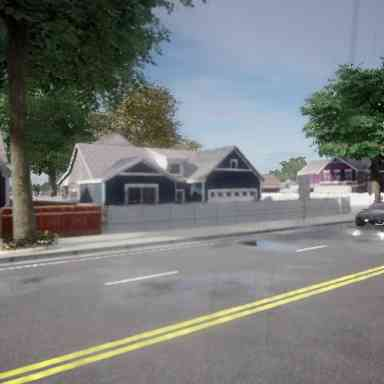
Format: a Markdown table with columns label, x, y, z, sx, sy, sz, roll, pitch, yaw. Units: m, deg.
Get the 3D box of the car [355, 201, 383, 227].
| label | x | y | z | sx | sy | sz | roll | pitch | yaw |
| --- | --- | --- | --- | --- | --- | --- | --- | --- | --- |
| car | 11.729 | 1.334 | 19.993 | 4.892 | 1.490 | 1.837 | 0 | 0 | -35 |
